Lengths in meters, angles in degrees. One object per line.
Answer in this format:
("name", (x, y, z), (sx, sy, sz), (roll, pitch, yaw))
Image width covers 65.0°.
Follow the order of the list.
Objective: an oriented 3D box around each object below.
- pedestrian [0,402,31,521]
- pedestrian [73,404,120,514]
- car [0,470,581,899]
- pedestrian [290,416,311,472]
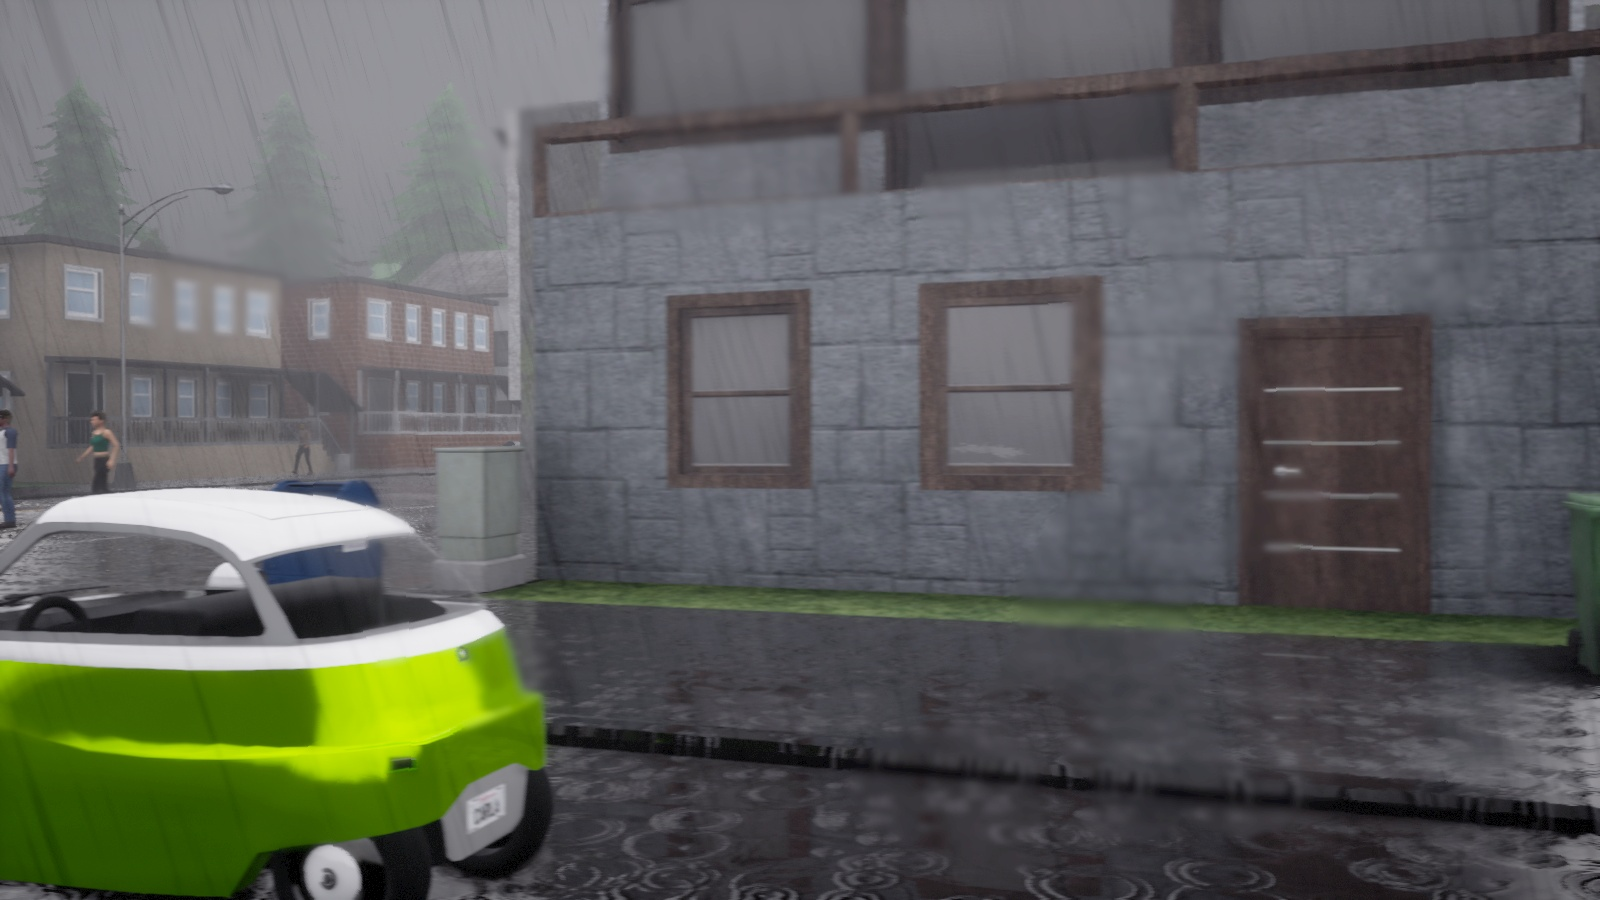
("pedestrian", (-12.372, 0.177, 19.510), (0.706, 1.836, 0.354), (0, 1, -34))
("pedestrian", (-11.909, 0.151, 21.259), (0.345, 1.836, 0.594), (1, 1, 37))
("car", (-2.120, 0.802, 4.430), (2.207, 1.376, 1.481), (1, 1, 19))
("pedestrian", (-16.835, -0.205, 42.327), (0.331, 1.846, 0.634), (1, 1, 18))
